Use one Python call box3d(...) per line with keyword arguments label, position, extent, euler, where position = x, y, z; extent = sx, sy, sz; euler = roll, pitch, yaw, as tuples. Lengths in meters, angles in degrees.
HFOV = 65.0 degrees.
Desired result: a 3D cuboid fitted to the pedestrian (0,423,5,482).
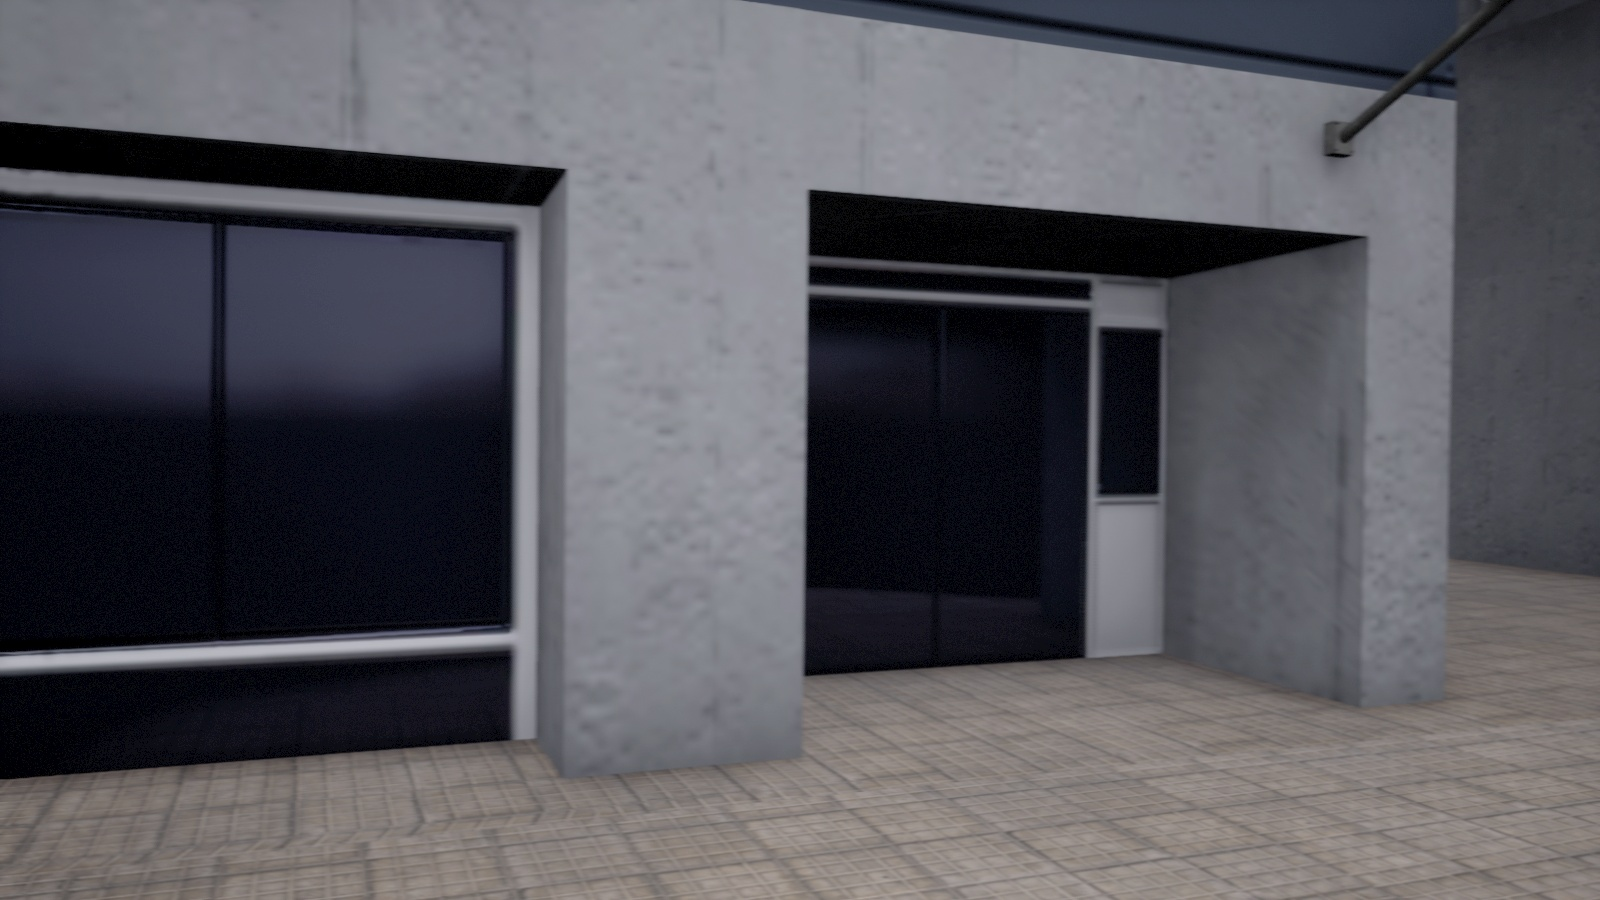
box3d(label="pedestrian", position=(-26.527, 0.076, 41.166), extent=(0.692, 1.930, 0.395), euler=(-1, 1, -23))
